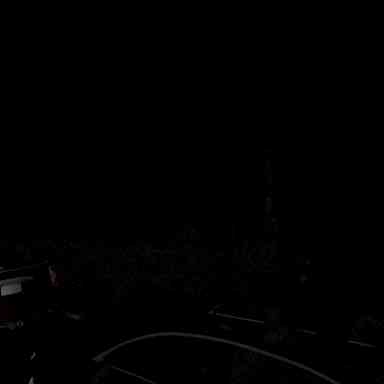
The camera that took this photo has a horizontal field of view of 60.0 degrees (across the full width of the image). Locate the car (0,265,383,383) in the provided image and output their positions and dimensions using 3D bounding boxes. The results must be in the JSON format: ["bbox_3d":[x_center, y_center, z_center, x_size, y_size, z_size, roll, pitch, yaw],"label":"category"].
[{"bbox_3d":[0.362,1.550,2.709,4.403,1.369,2.008,0,0,36],"label":"car"}]

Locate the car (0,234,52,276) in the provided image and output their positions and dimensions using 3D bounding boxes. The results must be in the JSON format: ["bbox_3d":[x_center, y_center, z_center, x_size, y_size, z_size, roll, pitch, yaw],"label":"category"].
[{"bbox_3d":[-4.199,1.440,5.962,4.097,1.590,1.967,0,0,36],"label":"car"}]
